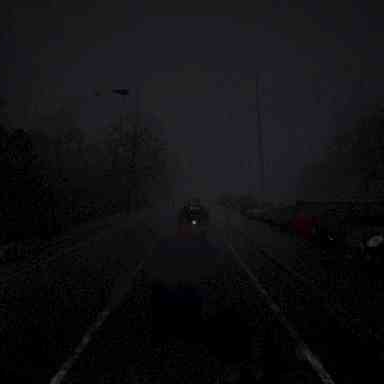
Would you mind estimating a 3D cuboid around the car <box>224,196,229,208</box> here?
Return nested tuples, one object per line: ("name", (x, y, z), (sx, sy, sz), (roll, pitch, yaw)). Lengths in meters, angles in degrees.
("car", (7.172, 1.690, 43.435), (5.008, 1.535, 2.097), (0, 0, 0))

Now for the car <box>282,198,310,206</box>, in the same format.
("car", (20.382, 2.013, 65.362), (4.892, 1.521, 2.231), (0, -1, 0))

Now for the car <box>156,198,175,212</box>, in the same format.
("car", (-3.222, 1.546, 41.055), (2.097, 1.767, 4.553), (0, -1, 0))

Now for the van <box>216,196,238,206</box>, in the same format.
("van", (7.459, 1.915, 71.176), (4.442, 1.987, 1.878), (0, -1, 0))

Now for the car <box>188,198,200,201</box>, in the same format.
("car", (0.215, 1.534, 39.910), (2.097, 1.767, 4.553), (0, -1, 0))

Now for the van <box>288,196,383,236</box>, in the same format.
("van", (7.129, 1.312, 15.674), (4.442, 1.987, 1.878), (0, 0, 0))

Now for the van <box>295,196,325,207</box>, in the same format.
("van", (20.221, 1.606, 57.060), (4.442, 1.987, 1.878), (0, -1, 0))

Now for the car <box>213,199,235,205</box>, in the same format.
("car", (7.405, 2.290, 76.721), (4.792, 1.488, 2.163), (0, -1, 0))

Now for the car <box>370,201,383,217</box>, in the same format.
("car", (20.194, 1.664, 32.269), (4.674, 1.452, 2.002), (0, 0, 0))

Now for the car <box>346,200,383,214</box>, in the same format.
("car", (20.221, 1.694, 37.683), (4.674, 1.452, 2.002), (0, 0, 0))

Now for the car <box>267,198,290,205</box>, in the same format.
("car", (20.464, 2.312, 79.211), (4.892, 1.521, 2.231), (0, -1, 0))

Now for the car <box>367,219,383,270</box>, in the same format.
("car", (6.957, 1.501, 7.344), (4.892, 1.521, 2.231), (0, 0, 0))

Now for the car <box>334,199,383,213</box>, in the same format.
("car", (20.234, 1.669, 40.455), (5.008, 1.535, 2.097), (0, 0, 0))

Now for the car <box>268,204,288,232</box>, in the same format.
("car", (7.000, 1.582, 18.450), (4.792, 1.488, 2.163), (0, 0, 0))

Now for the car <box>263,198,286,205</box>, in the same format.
("car", (20.301, 2.369, 81.979), (5.366, 1.575, 1.946), (0, -1, 0))

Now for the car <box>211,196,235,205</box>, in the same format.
("car", (7.363, 2.069, 79.504), (5.566, 2.045, 2.435), (0, -1, 0))

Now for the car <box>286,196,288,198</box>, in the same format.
("car", (20.170, 1.889, 59.823), (5.366, 1.575, 1.946), (0, -1, 0))

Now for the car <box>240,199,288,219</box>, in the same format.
("car", (6.893, 1.596, 26.779), (5.366, 1.575, 1.946), (0, 0, 0))

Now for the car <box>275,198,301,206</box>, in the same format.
("car", (20.416, 2.134, 71.027), (5.008, 1.535, 2.097), (0, -1, 0))

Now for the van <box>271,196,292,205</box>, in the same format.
("van", (20.570, 2.025, 76.445), (4.442, 1.987, 1.878), (0, -1, 0))

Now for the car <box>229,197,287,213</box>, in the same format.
("car", (6.943, 1.642, 35.107), (5.366, 1.575, 1.946), (0, 0, 0))

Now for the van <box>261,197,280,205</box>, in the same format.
("van", (20.637, 2.291, 87.641), (4.442, 1.987, 1.878), (0, -2, 0))

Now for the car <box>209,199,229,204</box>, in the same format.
("car", (7.272, 2.606, 90.585), (5.366, 1.575, 1.946), (0, -2, 0))

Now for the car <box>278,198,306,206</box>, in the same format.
("car", (20.399, 2.071, 68.132), (5.008, 1.535, 2.097), (0, -1, 0))

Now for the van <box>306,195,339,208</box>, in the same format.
("van", (20.190, 1.505, 51.670), (4.442, 1.987, 1.878), (0, -1, 0))

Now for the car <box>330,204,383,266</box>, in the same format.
("car", (7.011, 1.384, 10.124), (4.553, 1.767, 2.185), (0, 0, 0))

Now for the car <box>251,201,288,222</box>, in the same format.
("car", (7.033, 1.613, 24.002), (4.792, 1.488, 2.163), (0, 0, 0))

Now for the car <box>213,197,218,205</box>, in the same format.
("car", (7.331, 2.080, 68.396), (5.008, 1.535, 2.097), (0, -1, 0))

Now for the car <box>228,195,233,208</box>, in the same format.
("car", (7.130, 1.550, 40.659), (4.553, 1.767, 2.185), (0, 0, 0))

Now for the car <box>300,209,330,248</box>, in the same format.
("car", (7.026, 1.552, 12.897), (4.792, 1.488, 2.163), (0, 0, 0))

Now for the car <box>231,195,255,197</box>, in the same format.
("car", (7.113, 1.534, 37.883), (4.553, 1.767, 2.185), (0, 0, 0))

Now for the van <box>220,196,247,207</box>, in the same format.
("van", (7.143, 1.615, 57.300), (4.442, 1.987, 1.878), (0, -1, 0))

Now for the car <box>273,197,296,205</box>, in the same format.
("car", (20.406, 2.065, 73.675), (4.553, 1.767, 2.185), (0, -1, 0))

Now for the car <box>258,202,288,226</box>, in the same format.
("car", (7.017, 1.598, 21.226), (4.792, 1.488, 2.163), (0, 0, 0))

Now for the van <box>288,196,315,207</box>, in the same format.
("van", (20.488, 1.726, 62.597), (4.442, 1.987, 1.878), (0, -1, 0))

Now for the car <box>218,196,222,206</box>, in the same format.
("car", (7.255, 1.485, 51.764), (5.566, 2.045, 2.435), (0, 0, 0))

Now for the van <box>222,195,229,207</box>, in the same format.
("van", (7.094, 1.495, 48.989), (4.442, 1.987, 1.878), (0, 0, 0))

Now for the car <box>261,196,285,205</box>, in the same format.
("car", (20.531, 2.187, 84.751), (5.566, 2.045, 2.435), (0, -2, 0))

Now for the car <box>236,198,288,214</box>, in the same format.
("car", (7.105, 1.630, 32.330), (4.892, 1.521, 2.231), (0, 0, 0))

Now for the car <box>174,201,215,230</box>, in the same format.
("car", (0.142, 1.569, 21.885), (2.128, 1.511, 4.902), (0, 0, 0))
